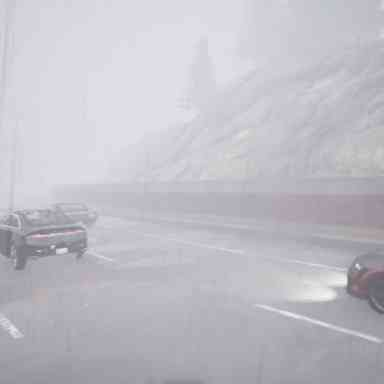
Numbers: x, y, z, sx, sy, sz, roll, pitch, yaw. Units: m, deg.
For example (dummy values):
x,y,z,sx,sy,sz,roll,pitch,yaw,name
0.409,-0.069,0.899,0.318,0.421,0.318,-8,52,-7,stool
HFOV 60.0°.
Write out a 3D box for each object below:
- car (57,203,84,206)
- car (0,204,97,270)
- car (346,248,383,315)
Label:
x,y,z,sx,sy,sz,roll,pitch,yaw,name
-6.971,1.242,18.296,1.895,1.301,4.718,-2,2,-38,car
-4.995,1.299,10.456,2.128,1.511,4.902,-2,2,-42,car
4.757,1.340,5.242,4.181,1.385,1.994,0,2,44,car
